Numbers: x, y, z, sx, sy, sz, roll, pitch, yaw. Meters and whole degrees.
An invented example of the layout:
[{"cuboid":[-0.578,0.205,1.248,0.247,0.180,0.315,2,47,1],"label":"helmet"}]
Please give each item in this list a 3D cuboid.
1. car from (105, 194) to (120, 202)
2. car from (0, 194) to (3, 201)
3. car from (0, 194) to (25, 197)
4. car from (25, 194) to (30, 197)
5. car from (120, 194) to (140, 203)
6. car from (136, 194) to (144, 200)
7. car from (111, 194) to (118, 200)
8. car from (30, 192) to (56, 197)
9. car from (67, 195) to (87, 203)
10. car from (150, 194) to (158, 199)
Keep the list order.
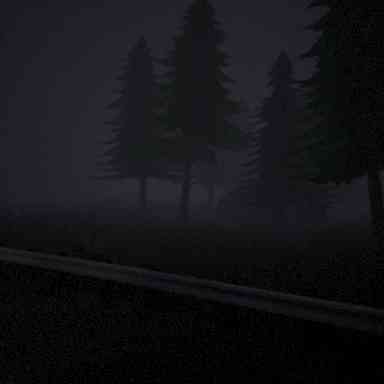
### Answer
[{"cuboid":[-14.587,1.274,62.161,2.128,1.511,4.902,0,0,10],"label":"car"},{"cuboid":[-41.792,1.217,69.316,1.994,1.385,4.181,0,0,12],"label":"car"},{"cuboid":[-33.150,1.199,59.882,1.882,1.535,5.008,0,0,16],"label":"car"},{"cuboid":[-37.620,1.190,75.047,2.128,1.511,4.902,0,0,5],"label":"car"},{"cuboid":[-11.165,1.324,61.450,1.812,1.442,4.674,1,0,10],"label":"car"},{"cuboid":[-13.327,1.251,85.942,1.812,1.442,4.674,0,0,-7],"label":"car"},{"cuboid":[-20.599,1.193,88.483,1.837,1.490,4.892,0,0,-11],"label":"car"},{"cuboid":[-31.032,0.927,70.408,2.150,2.045,5.566,0,0,9],"label":"car"},{"cuboid":[-21.608,1.234,62.813,1.882,1.535,5.008,1,0,11],"label":"car"},{"cuboid":[-9.745,1.219,85.225,1.882,1.535,5.008,0,0,-7],"label":"car"}]
